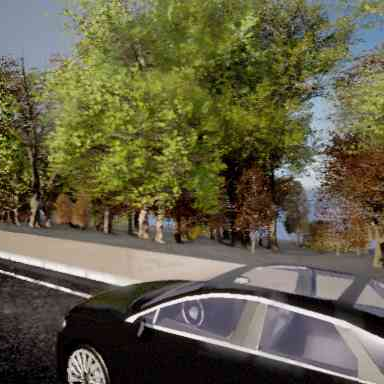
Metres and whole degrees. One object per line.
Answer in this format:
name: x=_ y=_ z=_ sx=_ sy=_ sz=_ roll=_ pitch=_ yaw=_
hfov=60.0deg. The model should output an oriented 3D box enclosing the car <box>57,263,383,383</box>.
car: x=0.664 y=1.491 z=3.209 sx=4.902 sy=1.511 sz=2.128 roll=0 pitch=0 yaw=36
